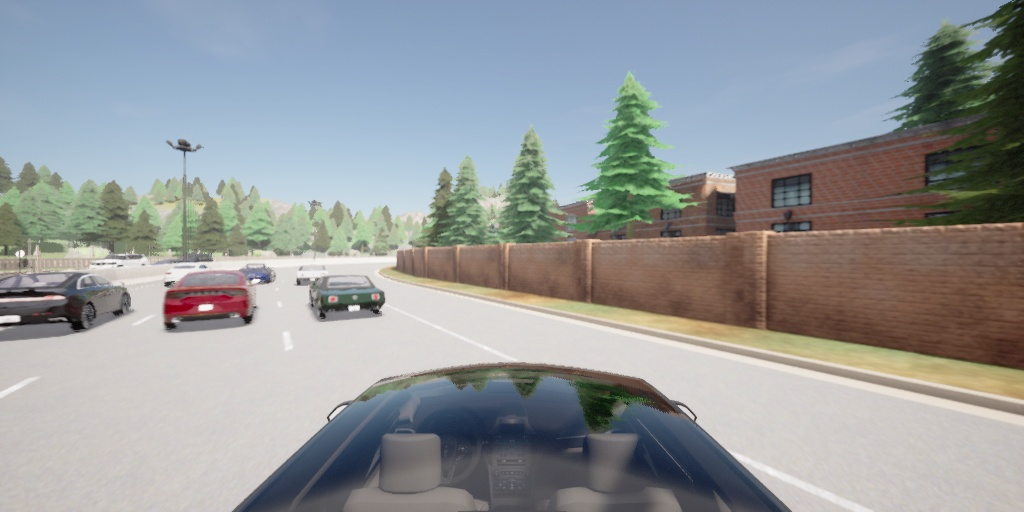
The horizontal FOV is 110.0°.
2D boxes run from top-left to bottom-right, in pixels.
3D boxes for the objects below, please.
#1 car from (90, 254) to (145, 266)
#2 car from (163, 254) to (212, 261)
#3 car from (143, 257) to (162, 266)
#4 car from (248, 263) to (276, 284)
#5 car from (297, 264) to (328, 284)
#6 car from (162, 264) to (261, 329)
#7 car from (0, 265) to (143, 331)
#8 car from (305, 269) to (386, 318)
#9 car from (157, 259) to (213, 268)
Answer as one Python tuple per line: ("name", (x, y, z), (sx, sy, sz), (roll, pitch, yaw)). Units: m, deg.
("car", (-42.623, 0.763, 39.122), (2.150, 2.045, 5.566), (0, 0, -16))
("car", (-35.617, 0.772, 39.929), (2.150, 2.045, 5.566), (0, 0, -16))
("car", (-39.615, 1.064, 41.493), (1.812, 1.442, 4.674), (0, 0, -15))
("car", (-18.061, 1.197, 25.393), (1.994, 1.385, 4.181), (0, 0, -28))
("car", (-14.110, 1.241, 25.403), (1.895, 1.301, 4.718), (0, 0, -29))
("car", (-9.223, 1.178, 11.275), (1.882, 1.535, 5.008), (0, 0, -34))
("car", (-12.615, 1.191, 10.050), (2.128, 1.511, 4.902), (0, 0, -34))
("car", (-6.026, 1.300, 12.791), (1.895, 1.301, 4.718), (0, 0, -34))
("car", (-21.072, 1.160, 23.599), (1.812, 1.442, 4.674), (0, 0, -28))
